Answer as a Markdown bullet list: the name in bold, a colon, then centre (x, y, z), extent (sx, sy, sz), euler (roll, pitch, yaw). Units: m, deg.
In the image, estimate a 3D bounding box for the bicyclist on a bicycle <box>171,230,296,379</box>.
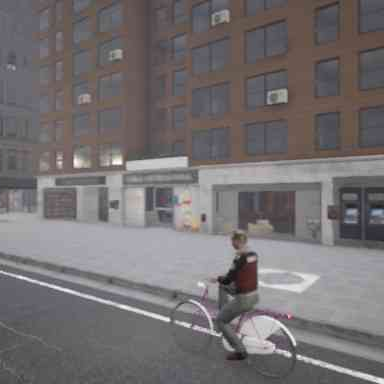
- **bicyclist on a bicycle**: centre (0.432, 1.373, 4.351), extent (1.843, 1.776, 0.659), euler (0, 0, 36)
